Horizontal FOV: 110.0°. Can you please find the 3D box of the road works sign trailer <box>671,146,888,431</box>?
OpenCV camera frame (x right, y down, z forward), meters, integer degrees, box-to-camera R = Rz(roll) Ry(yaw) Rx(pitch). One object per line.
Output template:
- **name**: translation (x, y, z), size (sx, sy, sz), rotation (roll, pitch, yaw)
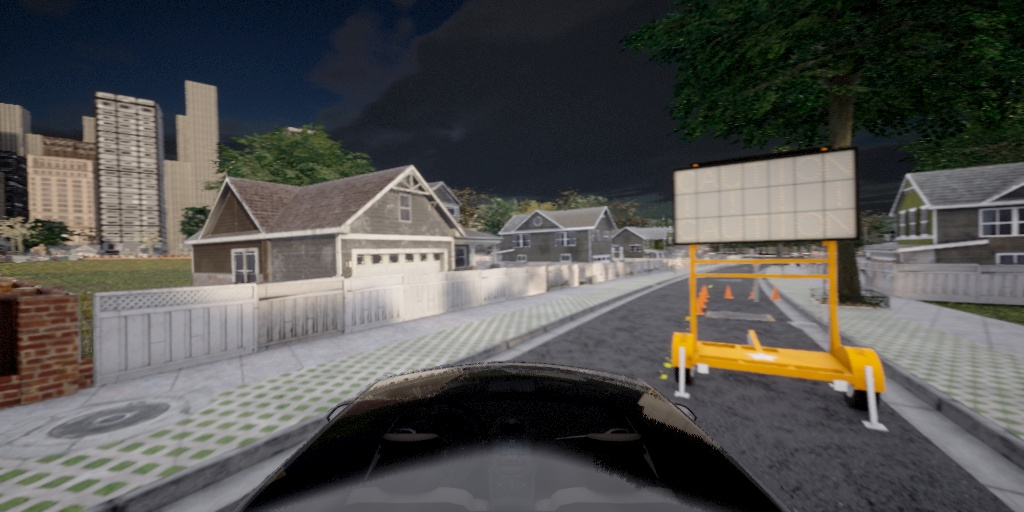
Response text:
- **road works sign trailer**: translation (3.975, 0.195, 5.798), size (2.380, 3.560, 2.880), rotation (0, 0, 30)
